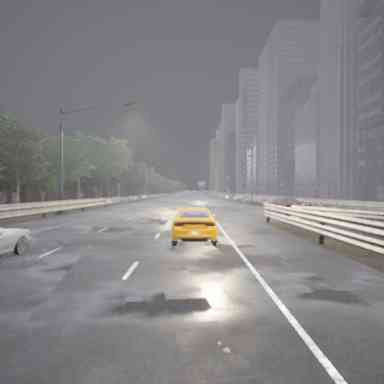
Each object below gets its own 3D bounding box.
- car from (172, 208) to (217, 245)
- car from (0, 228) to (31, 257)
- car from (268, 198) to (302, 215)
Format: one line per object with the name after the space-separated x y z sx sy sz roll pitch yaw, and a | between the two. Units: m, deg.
0.101 1.457 15.478 1.882 1.535 5.008 0 0 0 | car
-6.898 1.587 10.234 1.895 1.301 4.718 0 0 0 | car
9.319 1.346 34.030 2.097 1.767 4.553 0 0 -13 | car
